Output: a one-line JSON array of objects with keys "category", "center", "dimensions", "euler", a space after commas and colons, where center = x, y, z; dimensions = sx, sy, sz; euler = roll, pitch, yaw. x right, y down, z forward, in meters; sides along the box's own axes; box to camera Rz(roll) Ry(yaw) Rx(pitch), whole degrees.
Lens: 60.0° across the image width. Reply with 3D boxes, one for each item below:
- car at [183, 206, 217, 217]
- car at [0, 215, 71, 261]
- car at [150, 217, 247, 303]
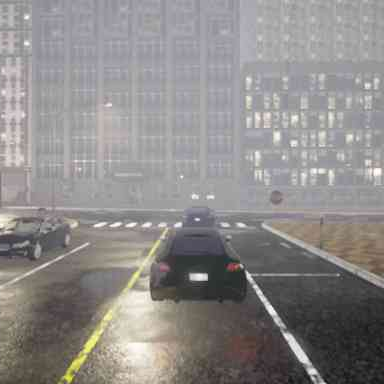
[{"category": "car", "center": [0.524, 1.560, 21.248], "dimensions": [1.994, 1.385, 4.181], "euler": [0, 0, 6]}, {"category": "car", "center": [-5.812, 1.548, 12.135], "dimensions": [2.008, 1.369, 4.403], "euler": [1, 0, 0]}, {"category": "car", "center": [0.105, 1.562, 8.241], "dimensions": [1.994, 1.385, 4.181], "euler": [0, 0, -1]}]
